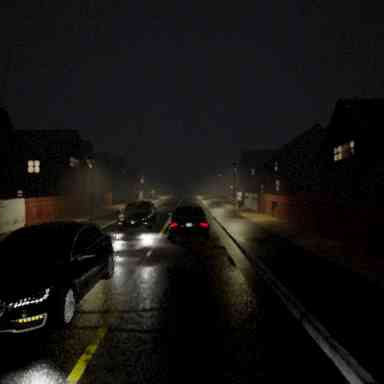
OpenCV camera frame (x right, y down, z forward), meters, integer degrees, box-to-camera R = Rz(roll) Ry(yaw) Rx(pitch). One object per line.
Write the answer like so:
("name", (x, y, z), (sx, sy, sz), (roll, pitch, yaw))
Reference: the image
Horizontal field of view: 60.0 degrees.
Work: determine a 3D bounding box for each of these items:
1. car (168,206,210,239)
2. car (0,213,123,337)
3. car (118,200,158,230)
("car", (-0.155, 1.354, 15.953), (2.033, 1.411, 5.357), (0, 1, -1))
("car", (-2.908, 1.432, 6.867), (1.837, 1.490, 4.892), (0, 1, -1))
("car", (-3.027, 1.282, 19.261), (1.837, 1.490, 4.892), (0, 0, 0))
